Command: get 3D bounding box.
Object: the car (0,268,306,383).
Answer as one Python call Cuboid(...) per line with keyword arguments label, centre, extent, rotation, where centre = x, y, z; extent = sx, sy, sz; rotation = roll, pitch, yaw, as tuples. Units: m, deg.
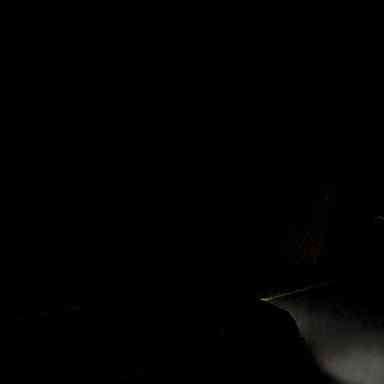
Cuboid(label="car", centre=(-0.960, 1.508, 3.062), extent=(4.892, 1.490, 1.837), rotation=(0, 0, -36))
